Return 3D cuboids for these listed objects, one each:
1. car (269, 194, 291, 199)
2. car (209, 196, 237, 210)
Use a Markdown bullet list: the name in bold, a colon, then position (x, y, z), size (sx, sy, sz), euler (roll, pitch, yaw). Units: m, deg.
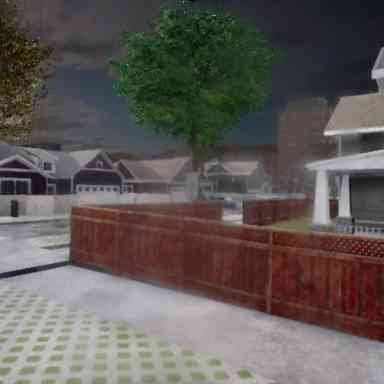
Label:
- **car**: position (12.690, 1.039, 47.727), size (2.033, 1.411, 5.357), euler (1, 1, 35)
- **car**: position (3.040, 1.199, 34.361), size (1.812, 1.442, 4.674), euler (1, 1, 36)
